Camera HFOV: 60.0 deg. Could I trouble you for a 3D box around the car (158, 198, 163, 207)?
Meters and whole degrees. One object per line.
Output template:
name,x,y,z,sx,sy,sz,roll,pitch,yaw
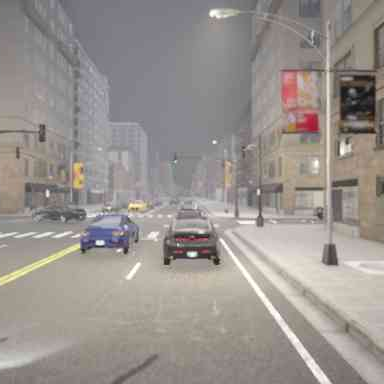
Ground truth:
car,-7.161,2.107,62.566,1.994,1.385,4.181,0,0,-1

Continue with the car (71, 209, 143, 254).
car,-3.358,1.650,14.075,1.812,1.442,4.674,0,-1,-3

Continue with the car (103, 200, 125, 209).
car,-10.345,1.874,43.351,2.128,1.511,4.902,0,0,-4

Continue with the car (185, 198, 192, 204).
car,-0.890,2.195,83.937,1.882,1.535,5.008,0,0,-1

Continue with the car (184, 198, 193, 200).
car,-0.783,2.229,73.944,1.895,1.301,4.718,0,0,-1

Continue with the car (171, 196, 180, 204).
car,-4.140,1.944,83.934,2.150,2.045,5.566,0,0,-1

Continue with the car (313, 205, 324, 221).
car,13.430,1.517,28.750,5.566,2.045,2.150,0,-1,0

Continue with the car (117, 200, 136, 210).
car,-10.371,2.013,53.097,2.033,1.411,5.357,0,0,0

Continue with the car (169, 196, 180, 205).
car,-4.030,2.134,73.614,1.837,1.490,4.892,0,0,-1

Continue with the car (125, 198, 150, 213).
car,-7.045,1.860,43.511,1.882,1.535,5.008,0,0,-1

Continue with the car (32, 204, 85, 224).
car,-10.990,1.748,27.419,4.892,1.490,1.837,0,-4,25

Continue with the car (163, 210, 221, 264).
car,-0.018,1.611,12.257,1.837,1.490,4.892,0,0,-1

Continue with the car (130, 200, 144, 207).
car,-10.417,2.151,63.124,1.895,1.301,4.718,0,0,-1

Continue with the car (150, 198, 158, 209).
car,-7.113,1.813,52.775,2.097,1.767,4.553,0,0,-1

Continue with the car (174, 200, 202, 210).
car,-0.192,1.734,27.752,2.128,1.511,4.902,0,0,-1
